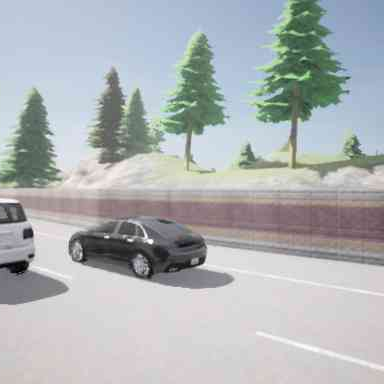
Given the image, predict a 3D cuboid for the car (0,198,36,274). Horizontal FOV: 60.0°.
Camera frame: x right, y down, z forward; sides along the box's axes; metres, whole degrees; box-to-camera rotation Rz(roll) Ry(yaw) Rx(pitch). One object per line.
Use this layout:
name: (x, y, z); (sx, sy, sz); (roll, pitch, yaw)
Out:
car: (-6.462, 1.162, 9.262); (5.566, 2.045, 2.150); (1, 0, 40)

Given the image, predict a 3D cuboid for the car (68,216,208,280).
car: (-1.808, 1.478, 9.984); (4.892, 1.490, 1.837); (1, 1, 39)
